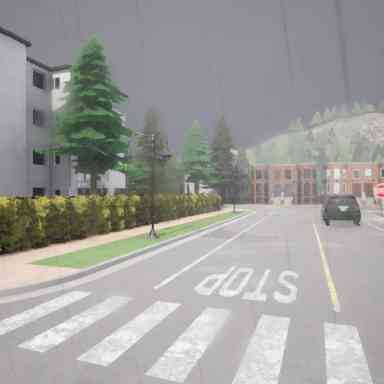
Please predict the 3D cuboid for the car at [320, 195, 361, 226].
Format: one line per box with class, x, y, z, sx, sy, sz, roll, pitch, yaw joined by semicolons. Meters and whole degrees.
car;10.523;1.247;23.760;2.150;2.045;5.566;0;0;18
